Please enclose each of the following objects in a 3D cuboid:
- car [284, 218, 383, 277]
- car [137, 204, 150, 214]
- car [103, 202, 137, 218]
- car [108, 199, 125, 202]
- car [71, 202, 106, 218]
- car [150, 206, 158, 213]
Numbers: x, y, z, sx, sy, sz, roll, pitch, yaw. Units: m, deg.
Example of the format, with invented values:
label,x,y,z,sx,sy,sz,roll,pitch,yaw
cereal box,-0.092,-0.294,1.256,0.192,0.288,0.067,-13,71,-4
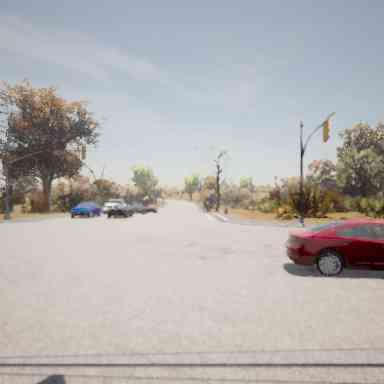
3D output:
label,x,y,z,sx,sy,sz,roll,pitch,yaw
car,5.286,1.538,9.670,5.008,1.535,1.882,0,0,9
car,-7.095,2.215,43.249,1.994,1.385,4.181,0,-3,0
car,-7.103,1.887,33.329,1.895,1.301,4.718,0,-2,0
car,-10.592,2.015,46.064,2.150,2.045,5.566,0,-3,1
car,-10.612,1.774,33.694,1.882,1.535,5.008,0,-2,0
car,-7.024,2.984,56.720,1.895,1.301,4.718,0,-3,0
